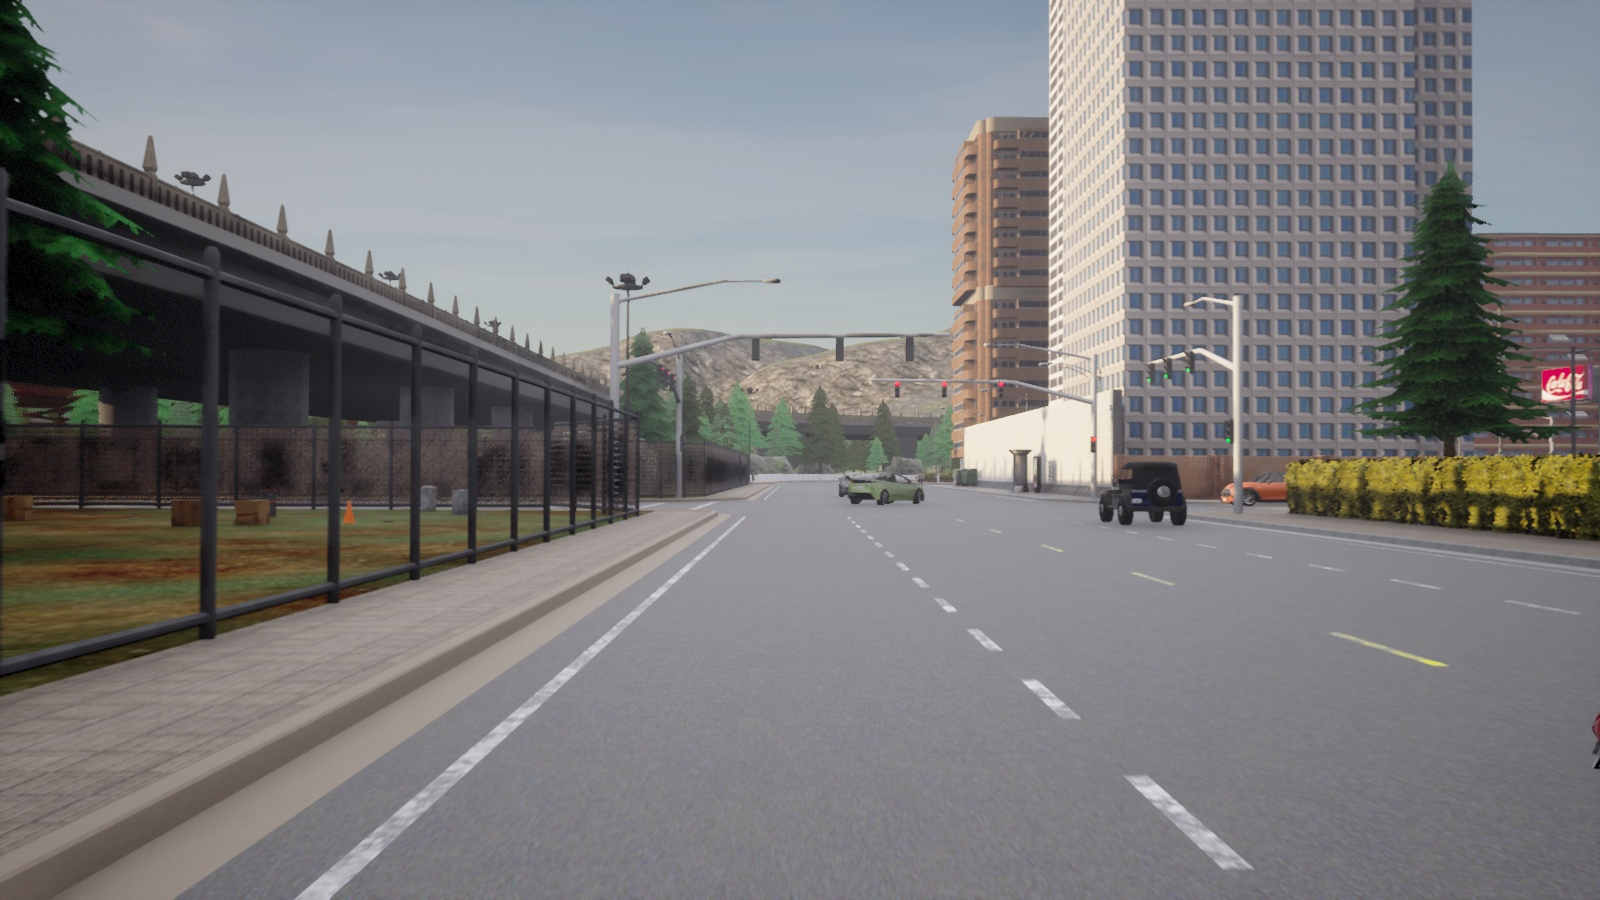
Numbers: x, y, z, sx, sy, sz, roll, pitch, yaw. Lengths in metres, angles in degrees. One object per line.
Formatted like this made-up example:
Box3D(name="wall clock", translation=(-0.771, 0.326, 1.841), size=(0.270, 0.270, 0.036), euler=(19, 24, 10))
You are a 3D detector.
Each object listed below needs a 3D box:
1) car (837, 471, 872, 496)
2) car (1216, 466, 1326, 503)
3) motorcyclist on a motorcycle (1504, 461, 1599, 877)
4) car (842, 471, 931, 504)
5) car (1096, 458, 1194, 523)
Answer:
Box3D(name="car", translation=(3.312, 2.049, 76.572), size=(1.970, 1.475, 3.806), euler=(0, -1, 0))
Box3D(name="car", translation=(22.897, 1.662, 61.214), size=(4.553, 1.767, 2.097), euler=(0, -1, 0))
Box3D(name="motorcyclist on a motorcycle", translation=(3.488, 0.830, 4.523), size=(0.866, 1.590, 1.817), euler=(0, -1, 0))
Box3D(name="car", translation=(4.173, 1.777, 60.203), size=(2.007, 1.525, 4.514), euler=(-1, -1, 39))
Box3D(name="car", translation=(10.404, 1.208, 38.153), size=(1.905, 1.878, 3.866), euler=(0, -1, 0))
